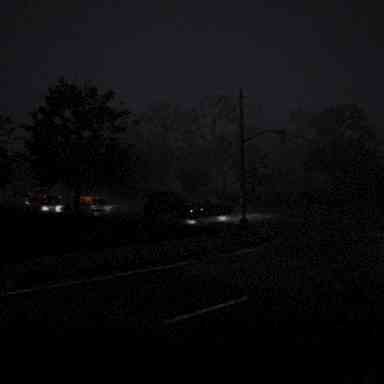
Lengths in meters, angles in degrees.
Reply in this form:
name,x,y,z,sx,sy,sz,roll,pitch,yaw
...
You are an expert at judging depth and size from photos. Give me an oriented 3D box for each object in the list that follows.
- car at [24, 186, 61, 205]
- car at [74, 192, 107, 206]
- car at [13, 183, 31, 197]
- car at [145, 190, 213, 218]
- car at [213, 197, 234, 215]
name,x,y,z,sx,sy,sz,roll,pitch,yaw
car,-17.723,0.521,39.938,4.553,1.767,2.097,3,3,39
car,-12.198,0.711,39.945,5.008,1.535,1.882,3,3,39
car,-25.175,-0.327,50.609,5.566,2.045,2.150,3,4,39
car,-1.405,0.900,26.618,5.566,2.045,2.150,1,3,39
car,1.313,1.068,28.926,5.008,1.535,1.882,1,2,39
